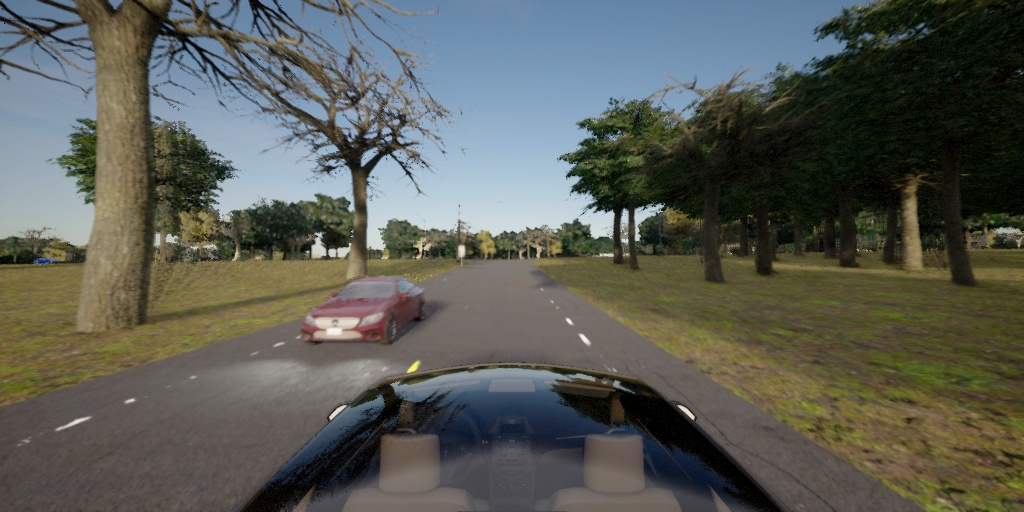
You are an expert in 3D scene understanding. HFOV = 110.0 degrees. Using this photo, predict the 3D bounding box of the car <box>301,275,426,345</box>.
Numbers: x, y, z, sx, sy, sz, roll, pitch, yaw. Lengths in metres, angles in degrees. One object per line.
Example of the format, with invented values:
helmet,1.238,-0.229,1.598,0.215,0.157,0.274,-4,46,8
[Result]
car,-3.599,1.274,9.594,1.812,1.442,4.674,0,0,0
